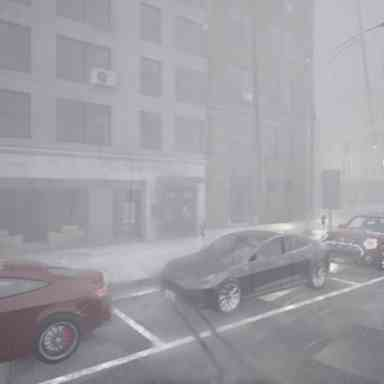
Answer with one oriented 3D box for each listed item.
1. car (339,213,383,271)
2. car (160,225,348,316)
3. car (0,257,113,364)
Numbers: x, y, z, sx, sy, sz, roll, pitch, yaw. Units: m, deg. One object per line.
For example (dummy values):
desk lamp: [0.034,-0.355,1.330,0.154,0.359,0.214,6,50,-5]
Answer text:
car: [5.864,1.423,10.711,4.097,1.590,1.967,0,0,-35]
car: [1.365,1.558,7.504,4.313,1.339,1.947,0,0,-35]
car: [-3.133,1.583,4.296,4.206,1.307,1.802,0,0,-35]
